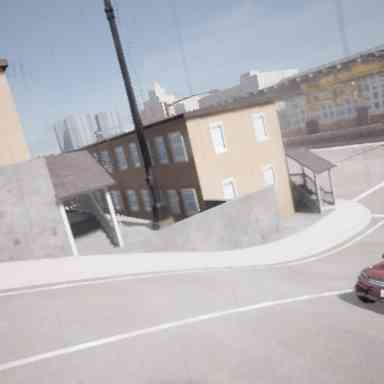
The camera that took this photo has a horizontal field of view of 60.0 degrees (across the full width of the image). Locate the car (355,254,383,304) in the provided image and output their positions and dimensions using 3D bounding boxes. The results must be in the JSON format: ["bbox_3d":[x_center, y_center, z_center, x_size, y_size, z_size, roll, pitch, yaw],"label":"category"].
[{"bbox_3d":[5.935,2.033,8.165,4.674,1.442,1.812,6,-3,-35],"label":"car"}]
